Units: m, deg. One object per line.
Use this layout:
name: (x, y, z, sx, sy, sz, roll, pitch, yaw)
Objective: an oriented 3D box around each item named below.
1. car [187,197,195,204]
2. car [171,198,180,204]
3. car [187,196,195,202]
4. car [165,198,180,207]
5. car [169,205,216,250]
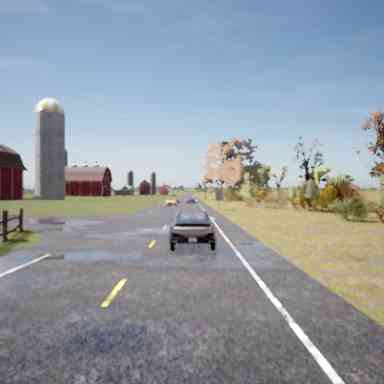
car: (-0.164, 1.893, 74.513, 1.812, 1.442, 4.674, 0, 0, 0)
car: (-3.665, 1.946, 75.067, 1.895, 1.301, 4.718, 0, 0, 0)
car: (-0.187, 1.845, 84.514, 2.033, 1.411, 5.357, 0, 0, 0)
car: (-3.684, 1.778, 59.331, 1.882, 1.535, 5.008, 0, 0, 0)
car: (0.039, 1.568, 14.732, 2.128, 1.511, 4.902, 0, 0, 0)
